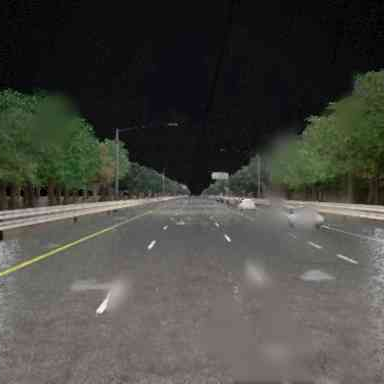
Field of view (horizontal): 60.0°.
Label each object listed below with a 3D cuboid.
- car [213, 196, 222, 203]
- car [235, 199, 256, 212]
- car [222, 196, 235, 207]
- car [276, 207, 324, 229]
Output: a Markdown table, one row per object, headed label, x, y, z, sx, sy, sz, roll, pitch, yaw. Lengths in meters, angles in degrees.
| label | x | y | z | sx | sy | sz | roll | pitch | yaw |
| --- | --- | --- | --- | --- | --- | --- | --- | --- | --- |
| car | 7.446 | 2.141 | 90.624 | 1.837 | 1.490 | 4.892 | 0 | -1 | 1 |
| car | 7.100 | 1.769 | 43.245 | 1.812 | 1.442 | 4.674 | 0 | -1 | 0 |
| car | 7.197 | 1.869 | 60.480 | 2.128 | 1.511 | 4.902 | 0 | -1 | 0 |
| car | 7.026 | 1.675 | 22.284 | 1.895 | 1.301 | 4.718 | 0 | 0 | 0 |
